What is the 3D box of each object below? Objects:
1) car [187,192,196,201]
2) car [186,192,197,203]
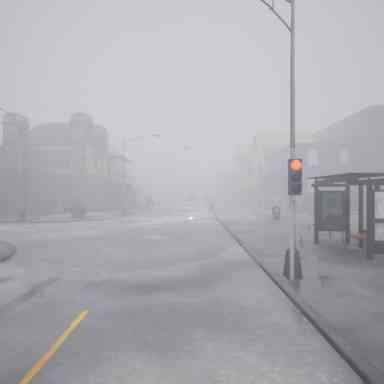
[{"bbox_3d":[-0.076,1.057,77.277,2.150,2.045,5.566,0,0,0],"label":"car"},{"bbox_3d":[-0.066,1.352,67.214,2.097,1.767,4.553,0,0,0],"label":"car"}]
